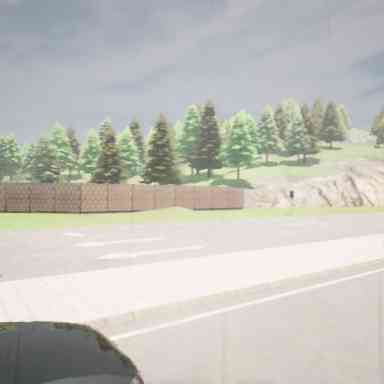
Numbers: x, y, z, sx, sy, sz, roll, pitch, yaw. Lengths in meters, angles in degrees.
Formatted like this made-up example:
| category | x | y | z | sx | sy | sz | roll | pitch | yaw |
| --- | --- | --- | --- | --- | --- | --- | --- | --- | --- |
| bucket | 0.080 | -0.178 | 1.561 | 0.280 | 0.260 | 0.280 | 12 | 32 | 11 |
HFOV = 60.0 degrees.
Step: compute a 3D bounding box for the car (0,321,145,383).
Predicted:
| category | x | y | z | sx | sy | sz | roll | pitch | yaw |
| --- | --- | --- | --- | --- | --- | --- | --- | --- | --- |
| car | -2.316 | 1.554 | 2.103 | 4.181 | 1.385 | 1.994 | 1 | -1 | -35 |
